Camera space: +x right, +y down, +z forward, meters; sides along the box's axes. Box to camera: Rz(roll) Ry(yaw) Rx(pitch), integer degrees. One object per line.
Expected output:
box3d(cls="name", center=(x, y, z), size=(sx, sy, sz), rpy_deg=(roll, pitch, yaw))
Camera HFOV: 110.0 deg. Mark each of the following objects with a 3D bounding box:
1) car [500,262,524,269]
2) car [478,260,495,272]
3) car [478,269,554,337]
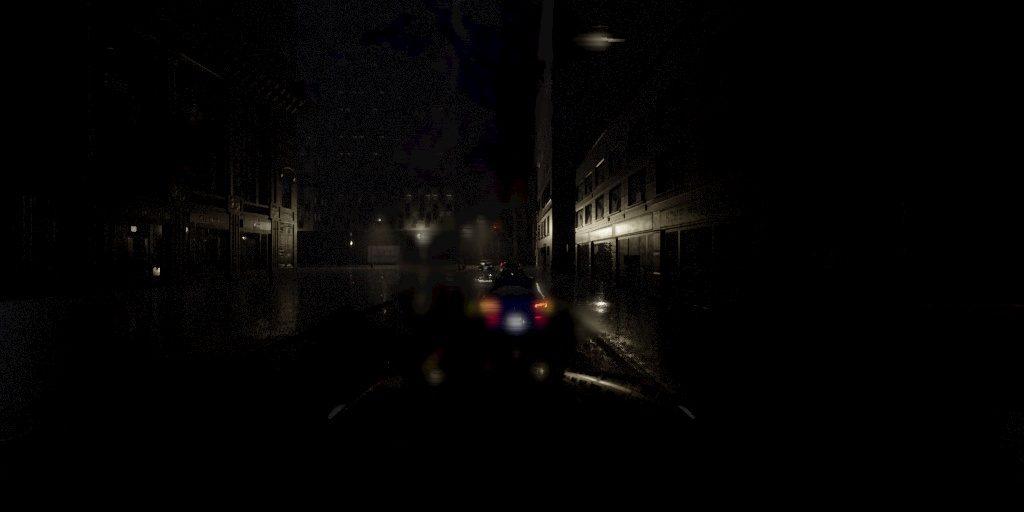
box3d(cls="car", center=(0.026, 1.240, 31.166), size=(2.128, 1.511, 4.902), rpy_deg=(0, 0, 0))
box3d(cls="car", center=(-3.149, 1.240, 45.040), size=(2.128, 1.511, 4.902), rpy_deg=(0, 0, 1))
box3d(cls="car", center=(0.082, 1.275, 10.147), size=(1.812, 1.442, 4.674), rpy_deg=(0, 0, 0))
